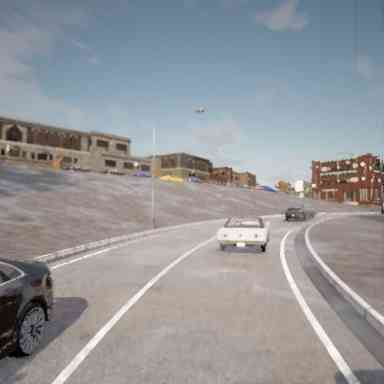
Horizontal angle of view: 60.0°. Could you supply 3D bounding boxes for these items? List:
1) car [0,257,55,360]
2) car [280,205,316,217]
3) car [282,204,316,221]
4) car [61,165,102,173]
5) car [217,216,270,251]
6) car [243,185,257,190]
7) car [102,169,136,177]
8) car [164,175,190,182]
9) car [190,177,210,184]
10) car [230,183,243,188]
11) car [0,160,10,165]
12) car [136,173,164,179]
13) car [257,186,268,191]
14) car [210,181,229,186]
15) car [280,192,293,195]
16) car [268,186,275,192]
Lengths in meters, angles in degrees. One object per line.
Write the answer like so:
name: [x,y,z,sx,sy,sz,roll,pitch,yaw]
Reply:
car: [-3.215,1.495,3.298,2.128,1.511,4.902,0,0,5]
car: [13.122,2.316,40.930,2.033,1.411,5.357,-3,-4,43]
car: [10.252,1.912,31.256,2.128,1.511,4.902,-3,-3,34]
car: [-15.493,-2.931,45.794,4.892,1.521,2.231,3,-5,-42]
car: [2.442,1.717,14.698,1.895,1.301,4.718,-1,-1,15]
car: [11.584,-0.830,73.470,2.231,1.521,4.892,-3,-5,41]
car: [-11.401,-2.667,49.488,4.892,1.521,2.231,4,-5,-42]
car: [-3.397,-2.081,57.151,5.008,1.535,2.097,4,-6,-44]
car: [0.464,-1.903,61.100,2.185,1.767,4.553,-4,-6,44]
car: [8.052,-1.105,69.365,2.002,1.452,4.674,-3,-5,42]
car: [-23.617,-3.554,38.489,4.553,1.767,2.185,3,-5,-42]
car: [-7.358,-2.340,53.274,4.674,1.452,2.002,4,-6,-43]
car: [15.159,-0.606,77.823,2.185,1.767,4.553,-3,-5,39]
car: [4.367,-1.429,65.268,2.163,1.488,4.792,-3,-5,43]
car: [25.176,0.755,91.057,2.002,1.452,4.674,-3,-6,36]
car: [18.638,-0.356,82.218,2.435,2.045,5.566,-3,-6,38]
